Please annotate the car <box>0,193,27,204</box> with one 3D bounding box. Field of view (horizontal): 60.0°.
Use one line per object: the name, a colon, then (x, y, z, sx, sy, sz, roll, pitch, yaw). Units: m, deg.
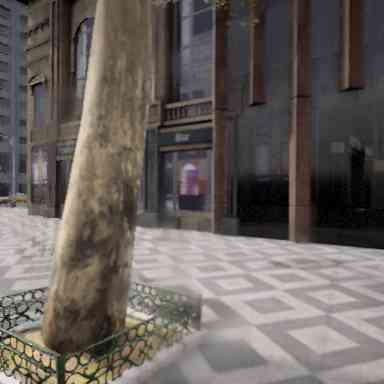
car: (-24.253, 0.836, 45.589, 1.752, 1.417, 4.829, 2, 2, 36)
